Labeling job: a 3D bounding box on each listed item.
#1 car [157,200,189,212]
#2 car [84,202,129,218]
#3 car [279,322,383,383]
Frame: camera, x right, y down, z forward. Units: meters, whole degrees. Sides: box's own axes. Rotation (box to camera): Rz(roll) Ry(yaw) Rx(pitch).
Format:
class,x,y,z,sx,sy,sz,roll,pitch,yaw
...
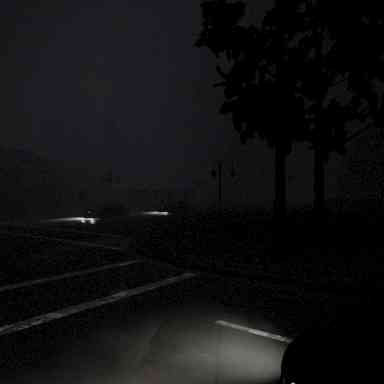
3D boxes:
class,x,y,z,sx,sy,sz,roll,pitch,yaw
car,-2.120,1.564,38.553,1.994,1.385,4.181,0,0,34
car,-7.708,1.564,30.267,1.994,1.385,4.181,0,0,34
car,2.850,1.526,1.942,4.674,1.442,1.812,0,0,36
